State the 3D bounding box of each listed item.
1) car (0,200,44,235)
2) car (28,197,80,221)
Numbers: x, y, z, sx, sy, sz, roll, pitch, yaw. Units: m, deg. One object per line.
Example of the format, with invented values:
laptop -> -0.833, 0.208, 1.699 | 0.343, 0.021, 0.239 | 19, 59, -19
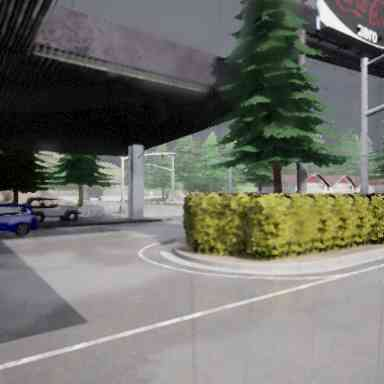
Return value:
car -> -10.640, 1.481, 17.440 | 4.611, 1.667, 2.242 | 0, 0, -36
car -> -10.438, 1.315, 24.569 | 3.866, 1.878, 1.905 | 0, 0, -36
